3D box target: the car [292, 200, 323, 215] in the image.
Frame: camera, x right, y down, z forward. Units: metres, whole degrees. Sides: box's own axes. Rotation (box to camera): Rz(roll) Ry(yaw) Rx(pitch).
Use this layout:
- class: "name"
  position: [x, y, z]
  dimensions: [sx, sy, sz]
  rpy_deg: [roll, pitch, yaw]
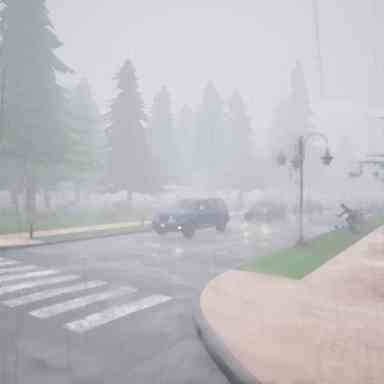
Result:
- class: "car"
  position: [12.459, 1.624, 35.735]
  dimensions: [2.128, 1.511, 4.902]
  rpy_deg: [0, 0, 40]

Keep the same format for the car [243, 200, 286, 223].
- class: "car"
  position: [6.073, 1.485, 27.529]
  dimensions: [2.097, 1.767, 4.553]
  rpy_deg: [0, 0, 37]

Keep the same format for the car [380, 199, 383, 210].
- class: "car"
  position: [28.228, 1.712, 46.654]
  dimensions: [4.181, 1.385, 1.994]
  rpy_deg: [0, 0, -40]

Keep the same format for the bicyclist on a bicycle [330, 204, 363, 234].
- class: "bicyclist on a bicycle"
  position: [8.329, 1.452, 17.995]
  dimensions: [1.656, 1.620, 0.582]
  rpy_deg: [0, 0, 36]

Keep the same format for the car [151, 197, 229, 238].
- class: "car"
  position: [0.096, 1.355, 19.343]
  dimensions: [2.150, 2.045, 5.566]
  rpy_deg: [0, 0, 36]

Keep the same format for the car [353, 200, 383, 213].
- class: "car"
  position: [20.781, 1.669, 39.551]
  dimensions: [4.674, 1.442, 1.812]
  rpy_deg: [0, 0, -44]
